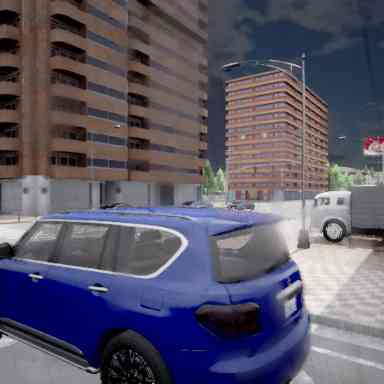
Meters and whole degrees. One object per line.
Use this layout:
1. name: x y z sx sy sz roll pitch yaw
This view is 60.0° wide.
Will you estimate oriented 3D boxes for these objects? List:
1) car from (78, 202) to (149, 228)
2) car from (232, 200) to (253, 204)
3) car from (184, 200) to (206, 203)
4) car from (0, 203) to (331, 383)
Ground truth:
1. car: -5.427 1.562 23.584 1.837 1.490 4.892 0 0 35
2. car: 5.864 1.621 39.430 1.994 1.385 4.181 0 0 36
3. car: 0.055 1.535 31.313 1.882 1.535 5.008 0 0 36
4. car: -1.207 1.241 4.840 5.566 2.045 2.150 0 0 35
